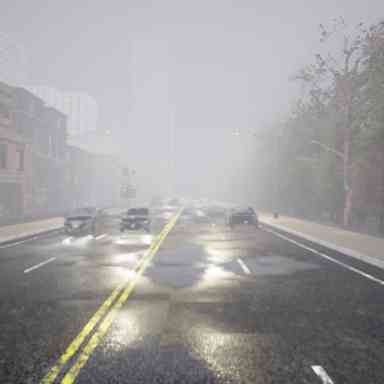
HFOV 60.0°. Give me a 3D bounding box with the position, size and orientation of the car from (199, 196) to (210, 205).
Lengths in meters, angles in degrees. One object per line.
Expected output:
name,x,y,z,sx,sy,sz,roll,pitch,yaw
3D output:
car,3.249,2.162,77.099,1.812,1.442,4.674,0,0,0

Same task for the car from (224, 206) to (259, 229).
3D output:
car,3.349,1.689,23.131,2.128,1.511,4.902,0,0,0

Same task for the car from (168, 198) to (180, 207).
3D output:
car,-3.271,1.877,62.044,2.097,1.767,4.553,0,0,0

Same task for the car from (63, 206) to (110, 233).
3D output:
car,-6.594,1.673,21.316,2.128,1.511,4.902,0,0,0

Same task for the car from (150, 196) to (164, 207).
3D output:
car,-6.516,1.768,62.152,2.150,2.045,5.566,0,0,0

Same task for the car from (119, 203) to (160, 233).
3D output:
car,-3.345,1.684,21.239,1.837,1.490,4.892,0,0,0

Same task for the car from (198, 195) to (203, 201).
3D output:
car,3.250,2.288,88.098,1.994,1.385,4.181,0,0,0
